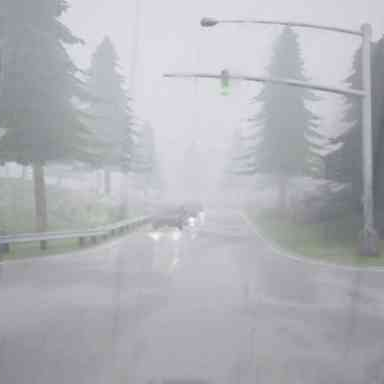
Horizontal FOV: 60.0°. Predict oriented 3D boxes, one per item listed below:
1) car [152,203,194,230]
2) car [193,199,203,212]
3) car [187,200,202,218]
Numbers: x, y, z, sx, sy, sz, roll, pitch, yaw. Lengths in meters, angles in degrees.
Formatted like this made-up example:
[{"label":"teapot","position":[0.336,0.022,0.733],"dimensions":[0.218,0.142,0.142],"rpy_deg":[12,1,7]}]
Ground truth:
[{"label":"car","position":[-1.313,1.689,22.582],"dimensions":[2.033,1.411,5.357],"rpy_deg":[-1,0,5]},{"label":"car","position":[0.259,1.715,42.639],"dimensions":[1.882,1.535,5.008],"rpy_deg":[-1,0,-4]},{"label":"car","position":[-0.435,1.752,32.465],"dimensions":[1.994,1.385,4.181],"rpy_deg":[-1,0,5]}]
